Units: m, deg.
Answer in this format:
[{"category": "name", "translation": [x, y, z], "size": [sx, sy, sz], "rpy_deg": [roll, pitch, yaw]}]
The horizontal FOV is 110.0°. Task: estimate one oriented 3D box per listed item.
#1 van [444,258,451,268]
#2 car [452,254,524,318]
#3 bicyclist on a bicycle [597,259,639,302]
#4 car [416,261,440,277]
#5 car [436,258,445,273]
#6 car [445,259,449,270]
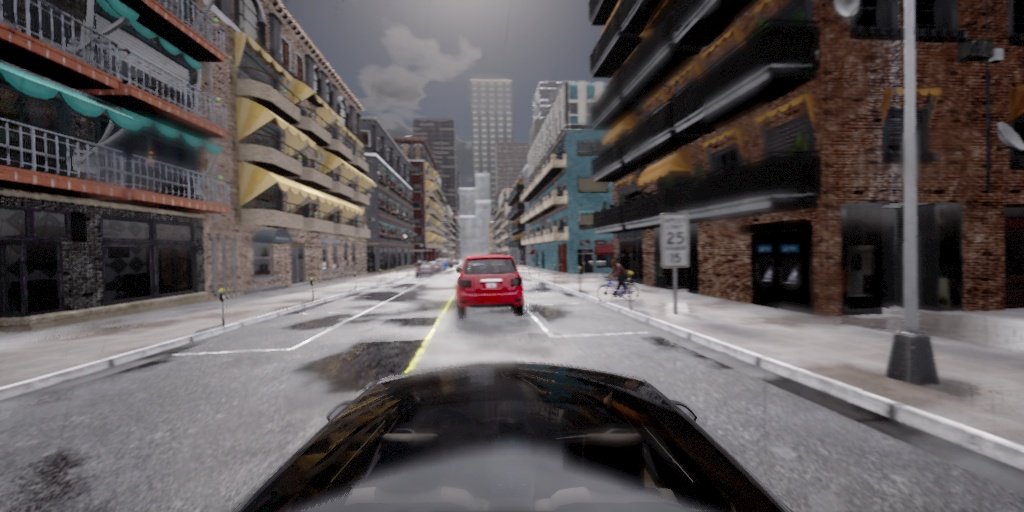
[{"category": "van", "translation": [-10.801, 1.289, 55.028], "size": [1.690, 1.789, 3.998], "rpy_deg": [0, 0, -6]}, {"category": "car", "translation": [-0.894, 0.979, 13.429], "size": [2.150, 2.045, 5.566], "rpy_deg": [-1, 0, -6]}, {"category": "bicyclist on a bicycle", "translation": [3.993, 0.939, 13.548], "size": [1.656, 1.620, 0.582], "rpy_deg": [-1, 0, -6]}, {"category": "car", "translation": [-9.143, 1.509, 38.304], "size": [1.802, 1.307, 4.207], "rpy_deg": [0, 0, -6]}, {"category": "car", "translation": [-9.695, 1.373, 43.878], "size": [1.967, 1.591, 4.097], "rpy_deg": [0, 0, -6]}, {"category": "car", "translation": [-10.248, 1.491, 49.453], "size": [2.007, 1.370, 4.403], "rpy_deg": [0, 0, -6]}]
